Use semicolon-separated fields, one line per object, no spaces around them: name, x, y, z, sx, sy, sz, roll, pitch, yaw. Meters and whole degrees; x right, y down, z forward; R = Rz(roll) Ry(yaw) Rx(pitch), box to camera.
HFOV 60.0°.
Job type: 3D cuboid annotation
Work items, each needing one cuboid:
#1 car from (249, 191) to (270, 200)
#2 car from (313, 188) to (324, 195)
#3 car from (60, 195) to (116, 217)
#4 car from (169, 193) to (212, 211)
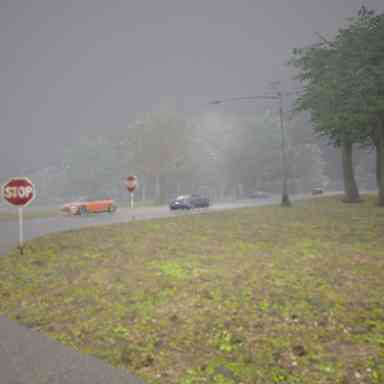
car;11.570;0.566;56.891;2.033;1.411;5.357;-4;-1;34
car;26.958;-0.174;70.775;1.882;1.535;5.008;-3;-1;28
car;-8.562;1.053;27.543;2.097;1.767;4.553;-4;-1;34
car;-0.035;0.812;27.598;1.994;1.385;4.181;-4;-1;34
